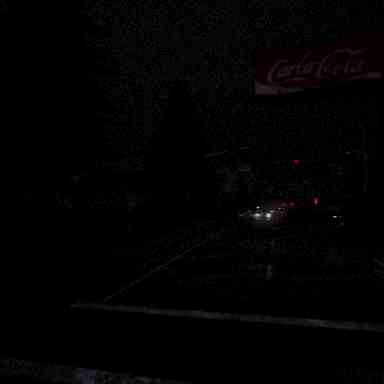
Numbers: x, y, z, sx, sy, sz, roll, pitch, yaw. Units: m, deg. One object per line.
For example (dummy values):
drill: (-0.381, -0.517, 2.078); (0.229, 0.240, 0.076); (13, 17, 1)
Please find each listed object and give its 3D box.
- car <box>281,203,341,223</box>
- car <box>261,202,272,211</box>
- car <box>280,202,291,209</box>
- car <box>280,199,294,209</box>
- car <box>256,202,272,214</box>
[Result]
car: (11.414, 2.120, 31.424); (4.892, 1.490, 1.837); (-2, 3, 37)
car: (14.109, 2.750, 62.616); (1.837, 1.490, 4.892); (-2, 0, 15)
car: (19.354, 2.844, 68.803); (1.994, 1.385, 4.181); (-2, -2, 14)
car: (16.773, 2.298, 58.479); (2.150, 2.045, 5.566); (-2, -2, 15)
car: (11.080, 2.370, 51.166); (2.097, 1.767, 4.553); (-2, -2, 15)
